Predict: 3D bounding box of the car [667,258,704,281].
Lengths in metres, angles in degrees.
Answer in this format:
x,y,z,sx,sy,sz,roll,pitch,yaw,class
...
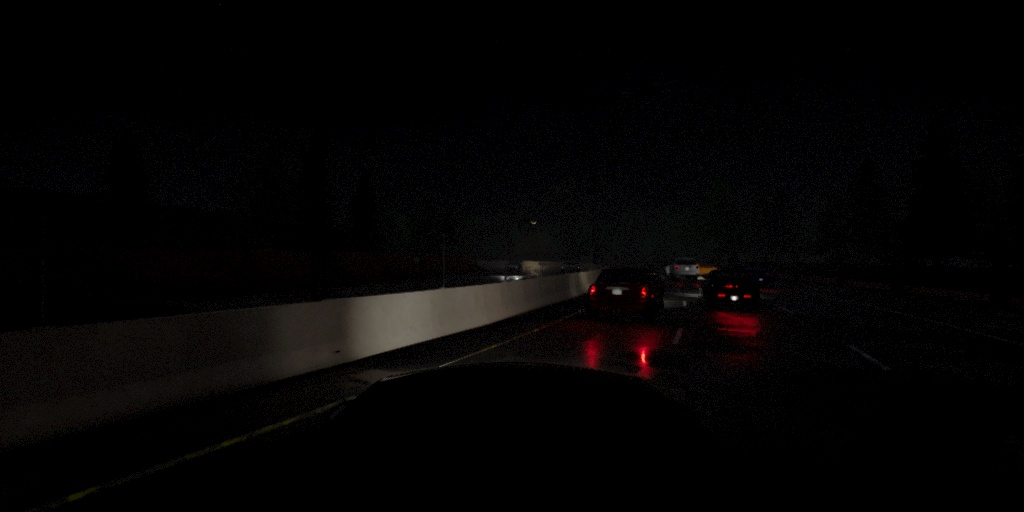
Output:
x,y,z,sx,sy,sz,roll,pitch,yaw,class
15.532,1.163,32.974,2.150,2.045,5.566,0,0,15,car

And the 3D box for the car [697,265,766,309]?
x,y,z,sx,sy,sz,roll,pitch,yaw,class
9.396,1.338,15.734,1.837,1.490,4.892,0,0,25,car

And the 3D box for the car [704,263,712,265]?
x,y,z,sx,sy,sz,roll,pitch,yaw,class
20.228,1.448,38.180,1.882,1.535,5.008,0,0,12,car

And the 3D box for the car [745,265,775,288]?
x,y,z,sx,sy,sz,roll,pitch,yaw,class
16.918,1.368,25.567,1.882,1.535,5.008,0,0,19,car

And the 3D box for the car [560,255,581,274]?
x,y,z,sx,sy,sz,roll,pitch,yaw,class
7.148,0.899,43.732,2.150,2.045,5.566,0,0,10,car

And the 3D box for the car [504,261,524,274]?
x,y,z,sx,sy,sz,roll,pitch,yaw,class
0.251,1.365,44.922,1.812,1.442,4.674,0,0,10,car

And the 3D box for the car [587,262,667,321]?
x,y,z,sx,sy,sz,roll,pitch,yaw,class
4.289,1.174,13.198,2.097,1.767,4.553,0,0,27,car

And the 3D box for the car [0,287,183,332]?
x,y,z,sx,sy,sz,roll,pitch,yaw,class
-8.442,1.331,5.412,2.033,1.411,5.357,0,0,35,car

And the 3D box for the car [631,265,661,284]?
x,y,z,sx,sy,sz,roll,pitch,yaw,class
11.188,1.475,30.309,2.033,1.411,5.357,0,0,17,car
